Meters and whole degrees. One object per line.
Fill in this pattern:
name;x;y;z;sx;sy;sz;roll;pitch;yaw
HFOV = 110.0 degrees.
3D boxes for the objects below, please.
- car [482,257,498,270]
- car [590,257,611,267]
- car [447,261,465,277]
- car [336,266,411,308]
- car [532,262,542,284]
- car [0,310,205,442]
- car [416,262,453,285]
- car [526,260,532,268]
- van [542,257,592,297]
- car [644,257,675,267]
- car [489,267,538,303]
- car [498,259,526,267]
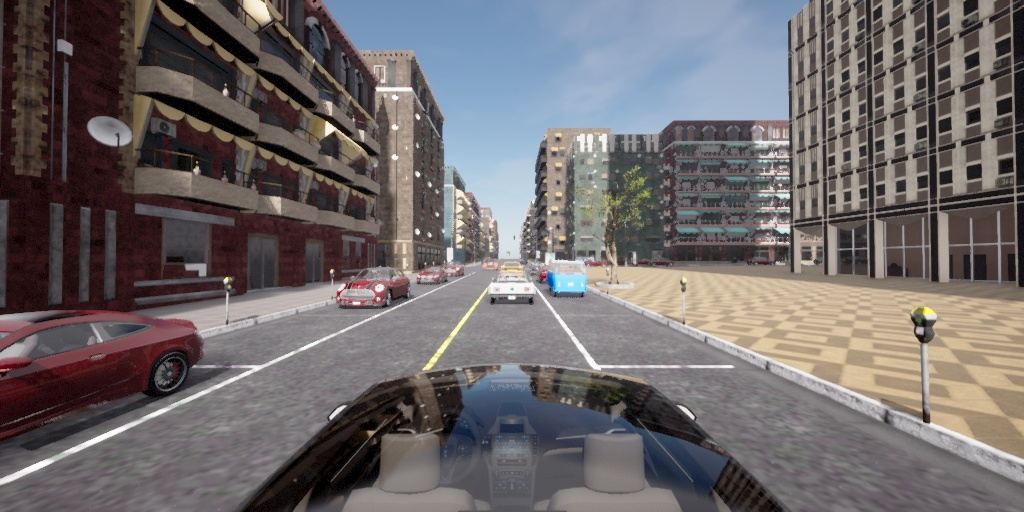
car;-3.000;1.171;51.536;2.097;1.767;4.553;0;0;0
car;13.708;1.172;59.591;4.207;1.307;1.802;0;0;0
car;-5.819;1.198;35.159;1.967;1.591;4.097;0;0;0
car;-5.694;1.192;15.116;1.967;1.591;4.097;0;0;0
car;2.775;1.301;26.964;1.888;1.381;4.507;0;0;0
car;-5.689;1.331;3.976;1.802;1.307;4.207;0;0;0
car;-5.769;1.337;26.254;1.802;1.307;4.207;0;0;0
car;2.821;1.310;37.394;2.007;1.370;4.403;0;0;0
van;2.719;1.094;18.503;1.690;1.789;3.998;0;0;0
car;24.763;0.945;59.512;4.097;1.591;1.967;0;0;0
car;0.000;1.370;16.532;1.895;1.301;4.718;0;0;0
car;0.000;1.243;31.503;1.882;1.535;5.008;0;0;0
